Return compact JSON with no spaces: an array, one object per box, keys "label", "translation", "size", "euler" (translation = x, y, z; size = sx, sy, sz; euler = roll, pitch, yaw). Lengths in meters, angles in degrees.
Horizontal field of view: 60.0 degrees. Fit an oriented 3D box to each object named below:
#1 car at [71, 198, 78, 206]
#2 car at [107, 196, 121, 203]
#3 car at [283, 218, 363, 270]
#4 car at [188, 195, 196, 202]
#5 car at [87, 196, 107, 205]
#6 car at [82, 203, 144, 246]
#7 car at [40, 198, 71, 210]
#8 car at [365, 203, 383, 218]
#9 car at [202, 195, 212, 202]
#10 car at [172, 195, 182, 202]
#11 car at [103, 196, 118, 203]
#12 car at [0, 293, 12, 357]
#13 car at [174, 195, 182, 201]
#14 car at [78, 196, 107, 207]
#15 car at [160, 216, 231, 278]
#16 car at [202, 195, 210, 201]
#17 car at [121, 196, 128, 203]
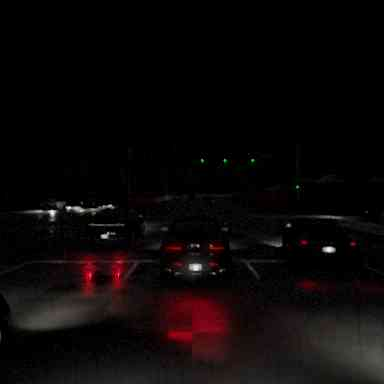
[{"label":"car","translation":[-17.584,1.551,51.254],"size":[1.994,1.385,4.181],"euler":[0,0,0]},{"label":"car","translation":[-14.050,1.585,57.205],"size":[1.895,1.301,4.718],"euler":[0,0,0]},{"label":"car","translation":[4.208,1.569,11.219],"size":[1.994,1.385,4.181],"euler":[0,0,11]},{"label":"car","translation":[-0.013,1.476,74.934],"size":[1.837,1.490,4.892],"euler":[0,0,0]},{"label":"car","translation":[-17.511,1.530,61.638],"size":[2.033,1.411,5.357],"euler":[0,0,0]},{"label":"car","translation":[-3.406,1.496,15.395],"size":[2.128,1.511,4.902],"euler":[0,0,0]},{"label":"car","translation":[-17.601,1.517,42.504],"size":[1.812,1.442,4.674],"euler":[0,0,0]},{"label":"car","translation":[17.966,1.488,29.401],"size":[4.902,1.511,2.128],"euler":[0,0,3]},{"label":"car","translation":[3.487,1.439,74.297],"size":[1.882,1.535,5.008],"euler":[0,0,0]},{"label":"car","translation":[-3.513,1.572,74.583],"size":[1.895,1.301,4.718],"euler":[0,0,0]},{"label":"car","translation":[-17.513,1.515,71.932],"size":[2.033,1.411,5.357],"euler":[0,0,0]},{"label":"car","translation":[-3.402,1.507,2.644],"size":[1.837,1.490,4.892],"euler":[0,0,0]},{"label":"car","translation":[-3.515,1.512,84.712],"size":[2.033,1.411,5.357],"euler":[0,0,0]},{"label":"car","translation":[-14.096,1.466,47.394],"size":[1.882,1.535,5.008],"euler":[0,0,0]},{"label":"car","translation":[0.091,1.510,10.176],"size":[1.837,1.490,4.892],"euler":[0,0,0]},{"label":"car","translation":[3.485,1.456,84.747],"size":[1.895,1.301,4.718],"euler":[0,0,0]},{"label":"car","translation":[-14.012,1.520,67.866],"size":[2.033,1.411,5.357],"euler":[0,0,0]}]
